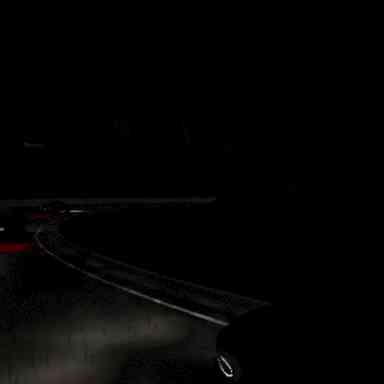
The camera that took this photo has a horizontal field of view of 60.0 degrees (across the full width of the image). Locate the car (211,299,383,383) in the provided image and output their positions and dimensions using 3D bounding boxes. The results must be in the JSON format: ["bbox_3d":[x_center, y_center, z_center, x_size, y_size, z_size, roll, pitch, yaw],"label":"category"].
[{"bbox_3d":[2.496,1.503,2.383,5.008,1.535,1.882,0,0,35],"label":"car"}]

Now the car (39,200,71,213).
[{"bbox_3d":[-16.115,1.722,39.238,1.812,1.442,4.674,0,0,7],"label":"car"}]

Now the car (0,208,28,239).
[{"bbox_3d":[-9.692,1.558,17.318,1.882,1.535,5.008,0,0,-26],"label":"car"}]
